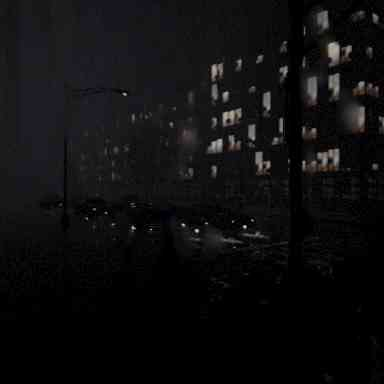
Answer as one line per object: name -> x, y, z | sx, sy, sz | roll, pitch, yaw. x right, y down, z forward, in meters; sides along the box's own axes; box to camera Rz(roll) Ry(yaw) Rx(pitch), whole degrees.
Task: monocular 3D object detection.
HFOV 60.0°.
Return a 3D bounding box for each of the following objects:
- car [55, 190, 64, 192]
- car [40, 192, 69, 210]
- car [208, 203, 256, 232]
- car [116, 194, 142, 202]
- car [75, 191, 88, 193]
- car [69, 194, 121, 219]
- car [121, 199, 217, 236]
car -> -25.795, 0.409, 64.554 | 1.812, 1.442, 4.674 | 0, 1, -38
car -> -13.622, 1.000, 32.926 | 1.994, 1.385, 4.181 | 0, 1, -38
car -> 1.200, 1.371, 19.404 | 2.033, 1.411, 5.357 | 0, 1, -36
car -> -4.990, 0.990, 27.204 | 2.097, 1.767, 4.553 | 0, 1, -38
car -> -18.462, 0.598, 55.203 | 2.128, 1.511, 4.902 | 0, 1, -38
car -> -7.420, 1.149, 25.029 | 1.812, 1.442, 4.674 | 0, 1, -38
car -> -1.405, 1.351, 17.405 | 2.033, 1.411, 5.357 | 0, 1, -38
